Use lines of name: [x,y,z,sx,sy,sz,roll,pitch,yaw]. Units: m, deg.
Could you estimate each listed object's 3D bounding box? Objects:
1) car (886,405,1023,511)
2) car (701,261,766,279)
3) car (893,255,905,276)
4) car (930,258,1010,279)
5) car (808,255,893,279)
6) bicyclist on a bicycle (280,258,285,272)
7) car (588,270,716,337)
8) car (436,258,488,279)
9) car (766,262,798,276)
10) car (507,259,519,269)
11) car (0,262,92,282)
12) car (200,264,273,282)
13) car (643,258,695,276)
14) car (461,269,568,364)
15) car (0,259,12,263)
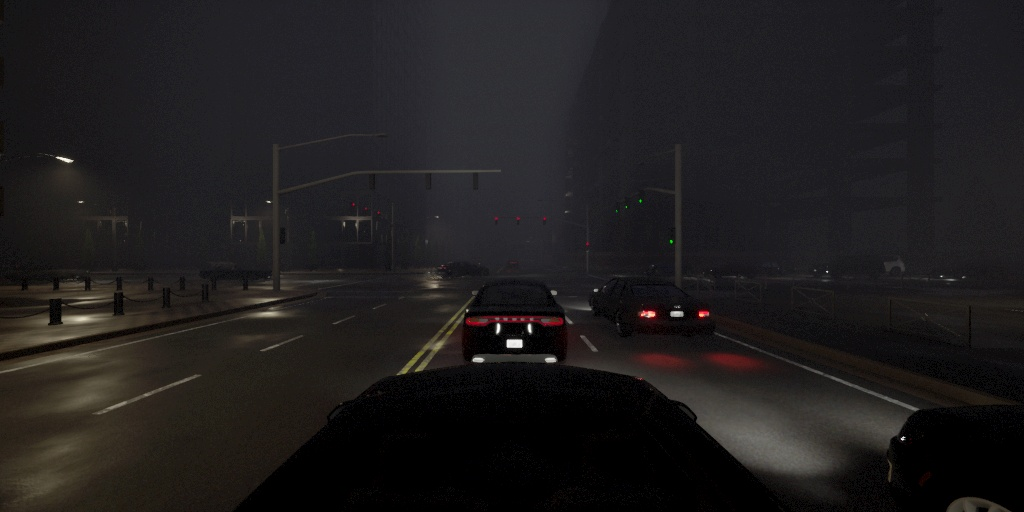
car: [3.600,1.255,0.504,1.837,1.490,4.892,0,0,0]
car: [19.161,1.220,31.493,4.674,1.442,1.812,0,0,0]
car: [34.896,0.916,35.060,5.566,2.045,2.150,0,0,0]
car: [39.918,1.172,31.561,5.008,1.535,1.882,0,0,0]
car: [29.426,0.916,31.546,5.566,2.045,2.150,0,0,0]
bicyclist on a bicycle: [-25.400,0.995,39.334,0.582,1.620,1.656,0,0,0]
car: [3.573,1.297,10.241,2.033,1.411,5.357,0,0,0]
car: [-4.257,1.211,31.575,4.902,1.511,2.128,0,0,-41]
car: [24.705,1.242,35.032,5.357,1.411,2.033,0,0,0]
car: [0.117,1.241,56.078,2.128,1.511,4.902,0,0,0]
car: [-35.439,1.295,27.442,4.718,1.301,1.895,0,0,1]
car: [-20.763,1.295,27.378,4.718,1.301,1.895,0,0,0]
car: [15.237,1.046,35.022,4.553,1.767,2.097,0,0,0]
car: [0.056,1.228,8.118,1.882,1.535,5.008,0,0,0]
car: [-51.170,1.046,34.787,4.553,1.767,2.097,0,0,1]
